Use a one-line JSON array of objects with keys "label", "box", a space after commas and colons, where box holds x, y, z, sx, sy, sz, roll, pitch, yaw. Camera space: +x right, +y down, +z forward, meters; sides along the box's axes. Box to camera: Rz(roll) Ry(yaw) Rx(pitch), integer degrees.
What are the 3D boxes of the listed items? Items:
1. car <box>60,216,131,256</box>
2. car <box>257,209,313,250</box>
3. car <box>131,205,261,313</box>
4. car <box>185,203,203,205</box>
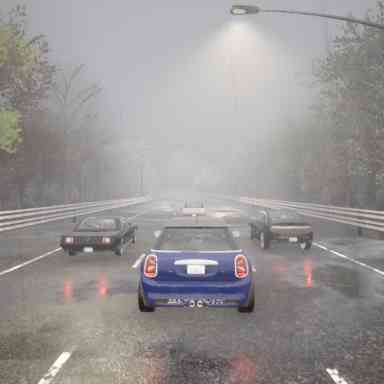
[{"label": "car", "box": [-3.369, 1.596, 13.072, 1.895, 1.301, 4.718, 0, 0, 0]}, {"label": "car", "box": [3.634, 1.486, 14.325, 2.128, 1.511, 4.902, 0, 0, 0]}, {"label": "car", "box": [0.113, 1.350, 7.837, 2.097, 1.767, 4.553, 0, 0, 1]}, {"label": "car", "box": [0.171, 1.580, 29.111, 1.895, 1.301, 4.718, 0, 0, 0]}]
